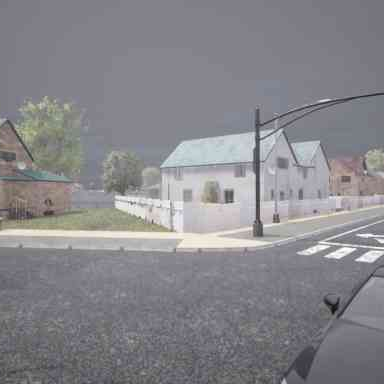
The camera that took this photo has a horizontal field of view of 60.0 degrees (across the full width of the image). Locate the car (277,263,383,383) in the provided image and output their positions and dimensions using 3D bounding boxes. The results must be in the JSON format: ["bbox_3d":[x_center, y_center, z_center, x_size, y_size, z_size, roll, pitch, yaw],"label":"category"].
[{"bbox_3d":[2.565,1.524,3.471,1.812,1.442,4.674,0,0,42],"label":"car"}]
